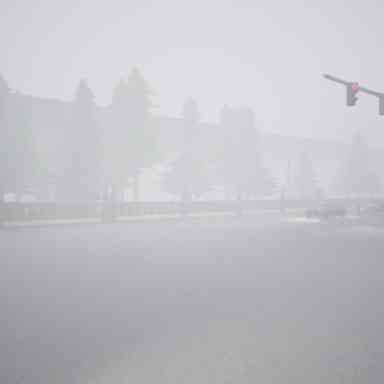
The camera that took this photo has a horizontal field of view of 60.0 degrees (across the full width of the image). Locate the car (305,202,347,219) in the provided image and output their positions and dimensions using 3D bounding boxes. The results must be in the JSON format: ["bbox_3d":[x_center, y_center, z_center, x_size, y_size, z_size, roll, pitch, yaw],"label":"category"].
[{"bbox_3d":[12.023,1.624,29.767,4.181,1.385,1.994,0,0,-35],"label":"car"}]

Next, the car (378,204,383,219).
[{"bbox_3d":[15.611,1.660,23.730,4.718,1.301,1.895,0,0,-36],"label":"car"}]

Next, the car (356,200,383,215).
[{"bbox_3d":[19.117,1.571,34.826,4.902,1.511,2.128,0,0,-36],"label":"car"}]
